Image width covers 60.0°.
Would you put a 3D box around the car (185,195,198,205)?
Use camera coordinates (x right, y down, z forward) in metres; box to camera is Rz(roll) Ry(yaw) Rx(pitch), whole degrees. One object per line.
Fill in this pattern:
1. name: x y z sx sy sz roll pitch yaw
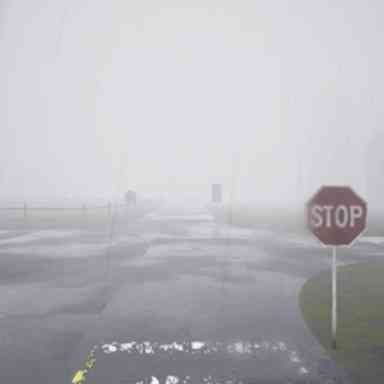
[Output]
1. car: 0.190 1.557 60.938 2.033 1.411 5.357 0 0 -2

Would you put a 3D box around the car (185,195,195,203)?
1. car: -0.441 1.480 71.467 1.837 1.490 4.892 0 0 -6
